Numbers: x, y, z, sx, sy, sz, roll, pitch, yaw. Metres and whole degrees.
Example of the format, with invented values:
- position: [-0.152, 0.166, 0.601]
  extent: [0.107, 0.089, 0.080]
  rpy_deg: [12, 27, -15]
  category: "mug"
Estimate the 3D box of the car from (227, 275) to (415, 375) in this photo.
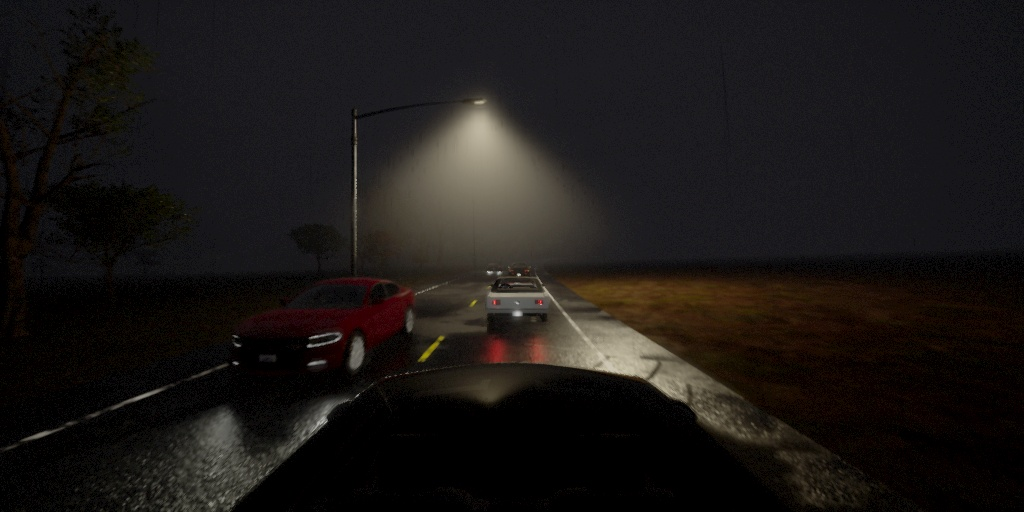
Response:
- position: [-3.557, 1.227, 7.742]
  extent: [1.882, 1.535, 5.008]
  rpy_deg: [0, 0, 1]
  category: "car"

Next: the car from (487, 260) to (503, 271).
- position: [-2.217, 1.299, 48.735]
  extent: [2.033, 1.411, 5.357]
  rpy_deg: [0, 0, 3]
  category: "car"

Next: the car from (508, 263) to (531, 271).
- position: [0.625, 1.280, 30.100]
  extent: [1.812, 1.442, 4.674]
  rpy_deg: [0, 0, 2]
  category: "car"

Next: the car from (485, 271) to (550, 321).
- position: [0.192, 1.353, 12.419]
  extent: [1.895, 1.301, 4.718]
  rpy_deg: [0, 0, 1]
  category: "car"
